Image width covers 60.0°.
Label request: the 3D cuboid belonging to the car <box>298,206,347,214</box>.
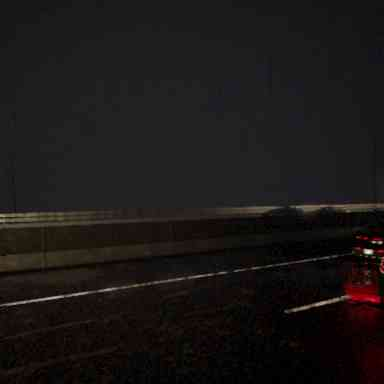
[{"bbox_3d":[12.897,2.061,31.374,5.357,1.411,2.033,0,-1,-30],"label":"car"}]

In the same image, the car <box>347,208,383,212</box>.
[{"bbox_3d":[16.213,2.042,29.259,4.718,1.301,1.895,0,-1,-30],"label":"car"}]

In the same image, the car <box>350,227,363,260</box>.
[{"bbox_3d":[7.752,1.679,11.920,4.892,1.490,1.837,0,-1,-30],"label":"car"}]

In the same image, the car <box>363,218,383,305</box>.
[{"bbox_3d":[5.926,1.440,6.804,4.553,1.767,2.097,0,-1,-30],"label":"car"}]

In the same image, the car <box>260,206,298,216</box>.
[{"bbox_3d":[9.263,2.132,33.304,5.357,1.411,2.033,0,-1,-31],"label":"car"}]
